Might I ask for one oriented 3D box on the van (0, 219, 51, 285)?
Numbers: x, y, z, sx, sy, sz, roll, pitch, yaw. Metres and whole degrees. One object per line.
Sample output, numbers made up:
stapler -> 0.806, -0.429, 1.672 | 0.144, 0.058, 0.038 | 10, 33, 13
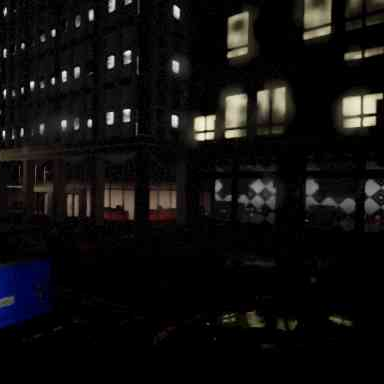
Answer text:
van -> -4.175, 1.337, 5.831 | 3.998, 1.788, 1.690 | 0, 1, 36

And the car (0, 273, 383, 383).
car -> 0.407, 1.565, 2.569 | 4.313, 1.339, 1.947 | 0, 1, 36
